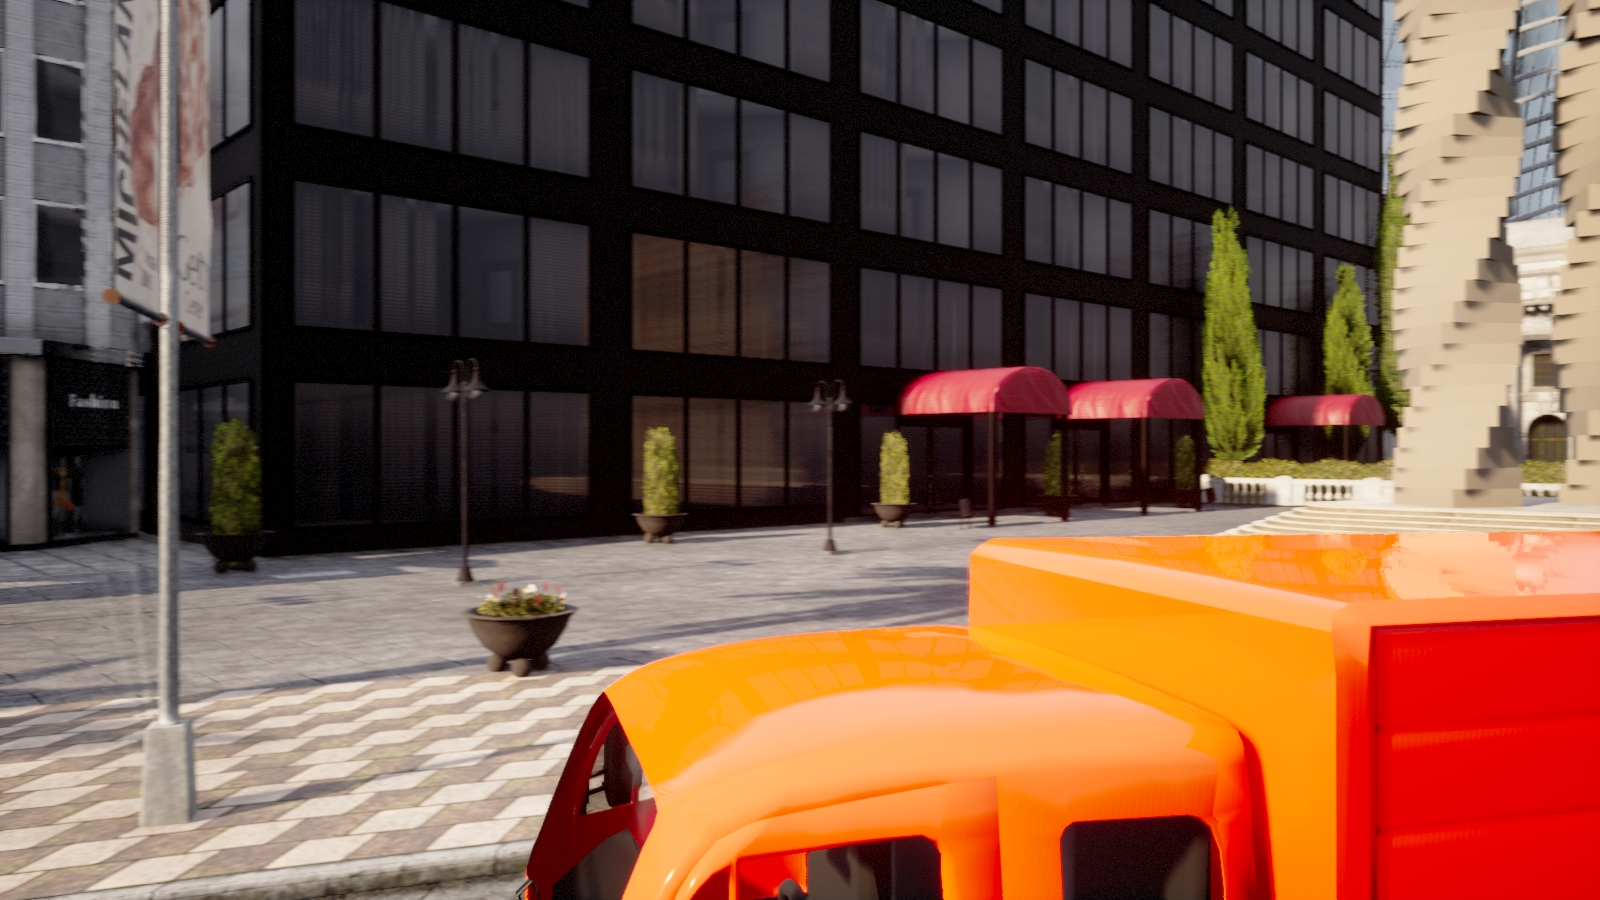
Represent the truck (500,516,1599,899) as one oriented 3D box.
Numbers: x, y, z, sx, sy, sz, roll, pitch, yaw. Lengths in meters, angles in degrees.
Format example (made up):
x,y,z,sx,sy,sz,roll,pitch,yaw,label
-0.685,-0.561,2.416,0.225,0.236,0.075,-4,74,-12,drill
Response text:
x,y,z,sx,sy,sz,roll,pitch,yaw,label
1.706,1.566,3.793,5.204,2.467,2.627,0,0,-15,truck
